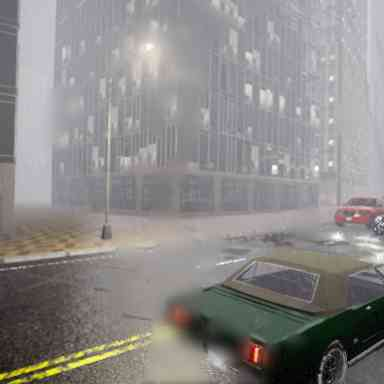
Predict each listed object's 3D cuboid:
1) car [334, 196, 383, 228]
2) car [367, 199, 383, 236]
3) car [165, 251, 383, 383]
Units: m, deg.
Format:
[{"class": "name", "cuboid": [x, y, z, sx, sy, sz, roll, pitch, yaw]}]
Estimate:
[{"class": "car", "cuboid": [11.553, 1.287, 22.102, 5.566, 2.045, 2.150, 0, 0, -43]}, {"class": "car", "cuboid": [11.392, 1.414, 17.589, 4.553, 1.767, 2.097, 0, 0, -42]}, {"class": "car", "cuboid": [2.029, 1.617, 5.134, 4.718, 1.301, 1.895, 0, 0, -38]}]
